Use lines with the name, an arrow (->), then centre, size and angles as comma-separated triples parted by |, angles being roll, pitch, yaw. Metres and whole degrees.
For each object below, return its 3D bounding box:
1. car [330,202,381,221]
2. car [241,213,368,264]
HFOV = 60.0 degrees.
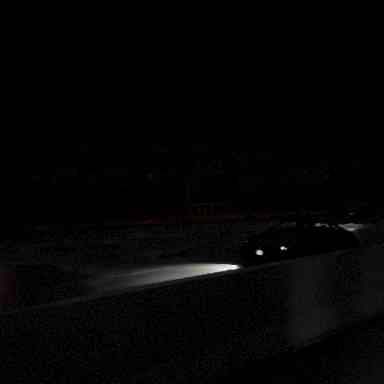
car -> 12.796, 1.527, 26.003 | 5.008, 1.535, 1.882 | 0, 0, -35
car -> 3.588, 1.582, 10.849 | 4.181, 1.385, 1.994 | 0, 0, -35
